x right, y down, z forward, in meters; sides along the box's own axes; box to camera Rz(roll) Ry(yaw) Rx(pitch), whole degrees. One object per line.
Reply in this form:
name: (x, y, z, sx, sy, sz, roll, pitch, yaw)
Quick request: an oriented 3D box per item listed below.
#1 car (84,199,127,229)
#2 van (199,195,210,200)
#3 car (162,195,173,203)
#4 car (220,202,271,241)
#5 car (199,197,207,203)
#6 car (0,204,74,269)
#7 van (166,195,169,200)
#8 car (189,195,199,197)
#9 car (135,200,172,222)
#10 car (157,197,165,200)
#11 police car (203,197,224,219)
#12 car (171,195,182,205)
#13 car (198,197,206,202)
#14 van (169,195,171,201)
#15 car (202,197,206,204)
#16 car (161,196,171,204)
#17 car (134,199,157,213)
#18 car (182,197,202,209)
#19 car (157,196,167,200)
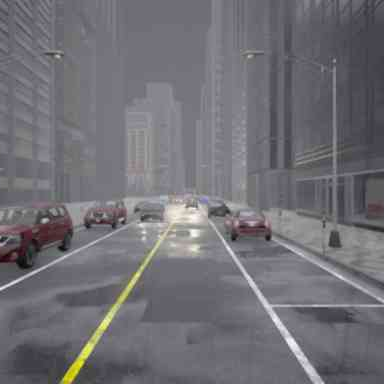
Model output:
car: (-5.764, 1.428, 22.859, 2.192, 1.841, 5.009, 0, 0, 0)
van: (2.766, 1.651, 62.348, 1.690, 1.788, 3.998, 0, 0, 0)
car: (-5.758, 1.709, 79.267, 2.192, 1.841, 5.009, 0, 0, 0)
car: (2.761, 1.525, 17.222, 1.967, 1.590, 4.097, 0, 0, 0)
car: (2.769, 2.004, 84.909, 1.802, 1.307, 4.206, 0, 0, 0)
car: (-5.765, 1.371, 11.578, 2.192, 1.841, 5.009, 0, 0, 0)
van: (-5.760, 1.651, 62.344, 1.690, 1.788, 3.998, 0, 0, 0)
car: (0.008, 1.659, 69.291, 1.837, 1.490, 4.892, 0, 0, 0)
car: (-3.097, 1.684, 27.727, 2.033, 1.411, 5.357, 0, 0, 0)
car: (-5.760, 1.804, 51.061, 2.008, 1.369, 4.403, 0, 0, 0)
police car: (2.370, 1.579, 30.999, 1.930, 1.638, 5.238, 0, 0, 0)
car: (-2.994, 1.729, 68.442, 2.097, 1.767, 4.553, 0, 0, 0)
car: (2.769, 2.016, 90.549, 1.947, 1.339, 4.313, 0, 0, 0)
van: (-5.759, 1.679, 67.984, 1.690, 1.788, 3.998, 0, 0, 0)
car: (2.765, 1.771, 45.425, 1.887, 1.381, 4.507, 0, 0, 0)
car: (-5.758, 1.806, 73.624, 1.967, 1.590, 4.097, 0, 0, 0)
car: (-5.761, 1.763, 39.780, 1.947, 1.339, 4.313, 0, 0, 0)
car: (0.008, 1.791, 49.014, 2.033, 1.411, 5.357, 0, 0, 0)
car: (-5.759, 1.806, 56.532, 1.752, 1.417, 4.829, 0, 0, 0)
